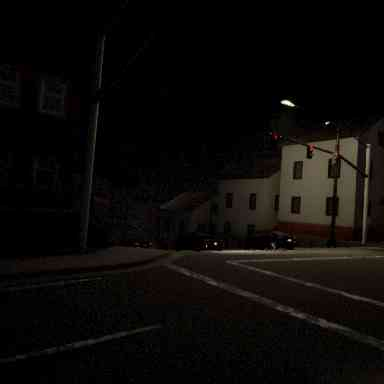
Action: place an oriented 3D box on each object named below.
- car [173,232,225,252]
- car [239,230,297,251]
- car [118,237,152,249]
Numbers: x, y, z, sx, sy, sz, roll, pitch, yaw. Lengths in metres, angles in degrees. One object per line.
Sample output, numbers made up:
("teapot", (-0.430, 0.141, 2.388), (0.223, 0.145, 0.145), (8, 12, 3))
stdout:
("car", (0.405, 3.529, 23.630), (1.994, 1.385, 4.181), (6, -12, -35))
("car", (5.201, 3.403, 23.234), (1.994, 1.385, 4.181), (6, -12, -34))
("car", (-5.659, 5.108, 31.985), (1.882, 1.535, 5.008), (6, -16, -35))
